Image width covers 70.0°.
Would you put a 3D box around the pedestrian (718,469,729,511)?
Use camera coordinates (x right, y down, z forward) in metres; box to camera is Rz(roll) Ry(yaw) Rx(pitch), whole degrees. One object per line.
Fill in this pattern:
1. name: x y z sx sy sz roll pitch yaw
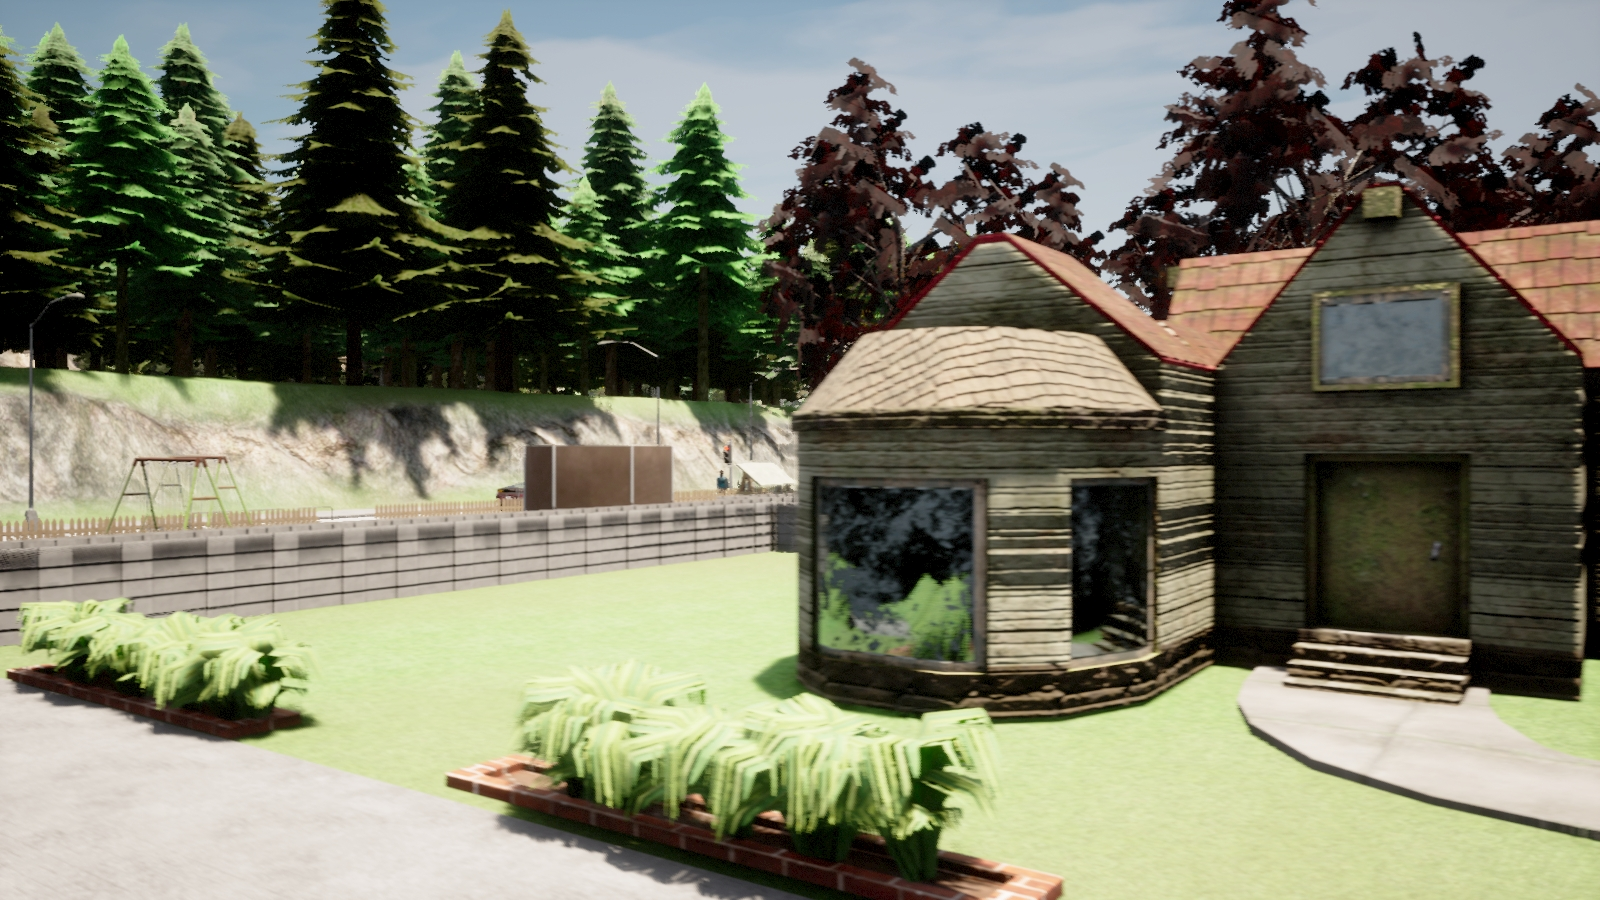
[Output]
1. pedestrian: -3.361 1.745 49.993 0.375 1.860 0.375 0 0 18
